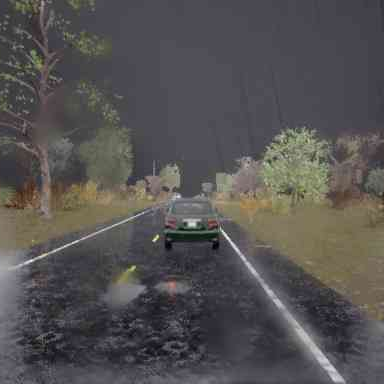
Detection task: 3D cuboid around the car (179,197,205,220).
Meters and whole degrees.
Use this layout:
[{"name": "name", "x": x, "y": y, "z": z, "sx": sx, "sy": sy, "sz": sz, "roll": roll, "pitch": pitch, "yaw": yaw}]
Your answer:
[{"name": "car", "x": 0.001, "y": 1.400, "z": 29.622, "sx": 2.097, "sy": 1.767, "sz": 4.553, "roll": 0, "pitch": 0, "yaw": 0}]

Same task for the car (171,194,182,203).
[{"name": "car", "x": -3.500, "y": 1.400, "z": 76.715, "sx": 2.150, "sy": 2.045, "sz": 5.566, "roll": 0, "pitch": 0, "yaw": 0}]

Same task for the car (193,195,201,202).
[{"name": "car", "x": 1.225, "y": 1.571, "z": 84.827, "sx": 2.097, "sy": 1.767, "sz": 4.553, "roll": 0, "pitch": 0, "yaw": 0}]

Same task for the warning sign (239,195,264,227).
[{"name": "warning sign", "x": 3.545, "y": 1.131, "z": 19.861, "sx": 1.300, "sy": 1.860, "sz": 1.060, "roll": 0, "pitch": 0, "yaw": 0}]

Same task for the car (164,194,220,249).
[{"name": "car", "x": 0.001, "y": 1.268, "z": 14.682, "sx": 2.150, "sy": 2.045, "sz": 5.566, "roll": 0, "pitch": 0, "yaw": 0}]
